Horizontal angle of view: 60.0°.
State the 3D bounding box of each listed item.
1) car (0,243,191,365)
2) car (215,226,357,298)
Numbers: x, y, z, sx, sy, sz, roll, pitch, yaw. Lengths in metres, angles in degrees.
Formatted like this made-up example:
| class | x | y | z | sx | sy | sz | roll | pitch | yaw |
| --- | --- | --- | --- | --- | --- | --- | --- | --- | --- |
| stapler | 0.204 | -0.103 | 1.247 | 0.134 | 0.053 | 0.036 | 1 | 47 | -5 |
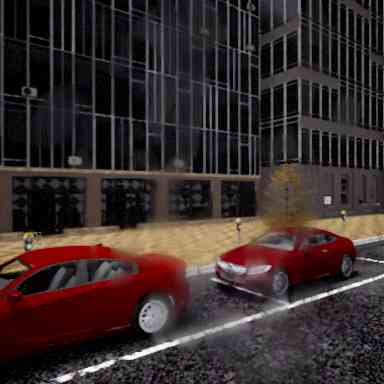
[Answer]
| class | x | y | z | sx | sy | sz | roll | pitch | yaw |
| --- | --- | --- | --- | --- | --- | --- | --- | --- | --- |
| car | -2.124 | 1.539 | 5.045 | 4.507 | 1.381 | 1.887 | 0 | 0 | -36 |
| car | 2.503 | 1.544 | 8.363 | 4.206 | 1.307 | 1.802 | 0 | 0 | -36 |
